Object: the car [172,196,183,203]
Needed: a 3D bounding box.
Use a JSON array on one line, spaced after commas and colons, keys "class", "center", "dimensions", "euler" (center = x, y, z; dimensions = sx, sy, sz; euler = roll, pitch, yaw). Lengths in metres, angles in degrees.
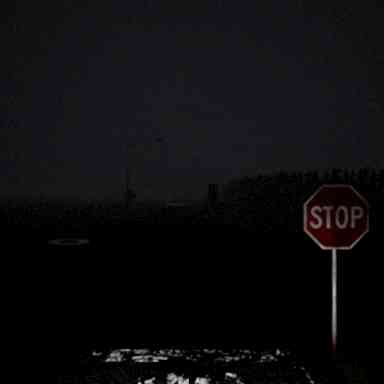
[{"class": "car", "center": [-2.834, 1.511, 65.753], "dimensions": [2.033, 1.411, 5.357], "euler": [0, 0, 0]}]
